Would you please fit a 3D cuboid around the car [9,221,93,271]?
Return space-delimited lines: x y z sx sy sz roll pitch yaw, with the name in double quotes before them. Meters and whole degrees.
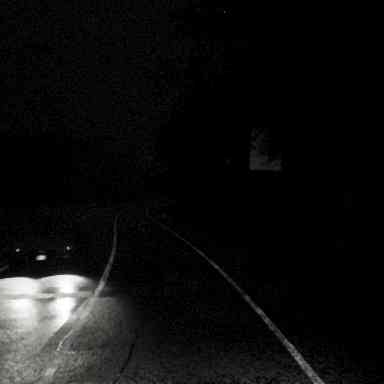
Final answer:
"car" -4.603 1.702 11.426 1.994 1.385 4.181 -1 0 -10
